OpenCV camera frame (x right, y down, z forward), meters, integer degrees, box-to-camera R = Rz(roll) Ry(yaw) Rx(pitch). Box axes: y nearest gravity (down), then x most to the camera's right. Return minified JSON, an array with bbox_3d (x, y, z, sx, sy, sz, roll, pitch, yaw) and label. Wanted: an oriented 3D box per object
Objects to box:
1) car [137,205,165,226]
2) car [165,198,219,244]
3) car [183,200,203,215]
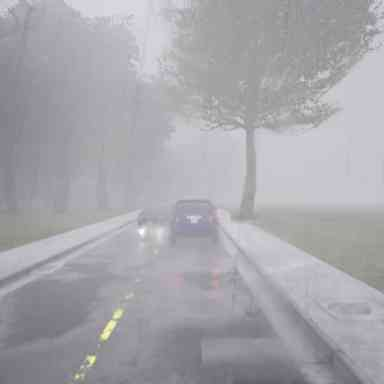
[{"bbox_3d":[-2.751,1.654,24.389,2.033,1.411,5.357,0,0,0],"label":"car"},{"bbox_3d":[0.100,1.292,16.230,2.150,2.045,5.566,0,0,0],"label":"car"},{"bbox_3d":[0.100,1.652,37.021,2.128,1.511,4.902,0,0,0],"label":"car"}]
